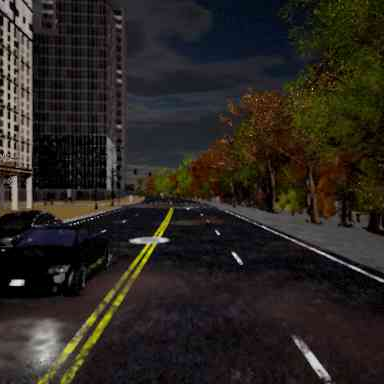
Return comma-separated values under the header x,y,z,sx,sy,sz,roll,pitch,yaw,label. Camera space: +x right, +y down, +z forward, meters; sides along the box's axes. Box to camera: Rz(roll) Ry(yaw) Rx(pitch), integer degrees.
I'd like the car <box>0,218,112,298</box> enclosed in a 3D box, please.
x,y,z,sx,sy,sz,roll,pitch,yaw,label
-3.398,1.578,8.436,1.994,1.385,4.181,0,0,-1,car

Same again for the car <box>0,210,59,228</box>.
x,y,z,sx,sy,sz,roll,pitch,yaw,label
-6.708,1.530,13.329,1.837,1.490,4.892,0,0,-1,car
